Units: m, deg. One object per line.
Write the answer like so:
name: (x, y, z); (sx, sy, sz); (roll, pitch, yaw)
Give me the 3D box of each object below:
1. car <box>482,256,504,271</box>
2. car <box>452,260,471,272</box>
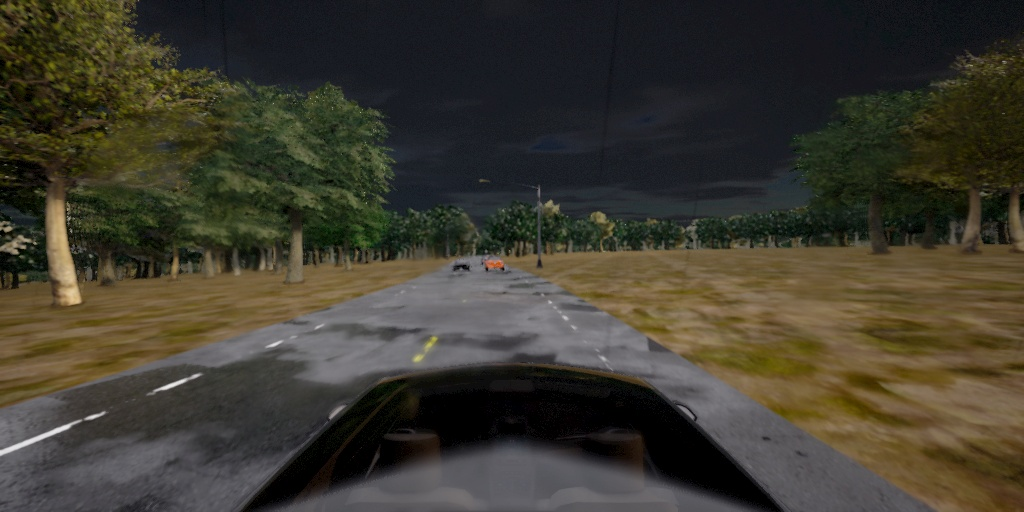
car: (-2.125, 0.766, 42.507); (2.097, 1.767, 4.553); (-1, 0, -6)
car: (-5.492, 1.067, 39.368); (1.895, 1.301, 4.718); (-1, 0, -5)
